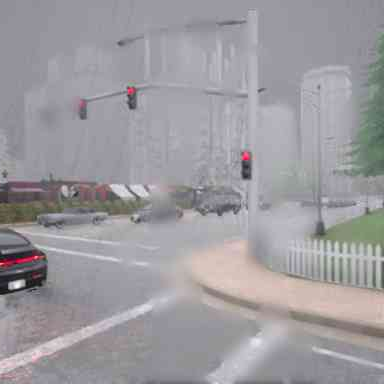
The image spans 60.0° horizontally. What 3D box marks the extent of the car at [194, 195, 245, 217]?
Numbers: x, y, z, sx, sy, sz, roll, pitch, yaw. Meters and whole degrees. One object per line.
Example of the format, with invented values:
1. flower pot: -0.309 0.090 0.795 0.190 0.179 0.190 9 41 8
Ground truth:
1. car: 2.902 1.330 33.444 2.150 2.045 5.566 0 0 34

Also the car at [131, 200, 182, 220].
1. car: -3.137 1.610 30.765 1.882 1.535 5.008 0 0 34

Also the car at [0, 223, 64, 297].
1. car: -5.327 1.562 7.795 4.892 1.490 1.837 -1 -1 36

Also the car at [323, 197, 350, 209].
1. car: 19.861 1.660 45.656 1.895 1.301 4.718 0 0 34

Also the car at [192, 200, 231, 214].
1. car: 2.375 1.680 38.903 2.033 1.411 5.357 0 0 34

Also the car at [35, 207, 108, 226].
1. car: -8.300 1.734 23.251 1.895 1.301 4.718 0 0 36

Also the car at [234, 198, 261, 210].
1. car: 7.926 1.636 47.049 1.837 1.490 4.892 0 0 35

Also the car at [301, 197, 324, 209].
1. car: 17.001 1.609 47.676 1.812 1.442 4.674 0 0 34

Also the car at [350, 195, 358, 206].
1. car: 24.769 1.623 52.913 1.994 1.385 4.181 0 0 34

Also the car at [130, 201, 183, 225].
1. car: -2.599 1.600 25.316 2.128 1.511 4.902 0 0 34

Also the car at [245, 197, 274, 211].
1. car: 8.638 1.460 41.885 2.097 1.767 4.553 0 0 35
